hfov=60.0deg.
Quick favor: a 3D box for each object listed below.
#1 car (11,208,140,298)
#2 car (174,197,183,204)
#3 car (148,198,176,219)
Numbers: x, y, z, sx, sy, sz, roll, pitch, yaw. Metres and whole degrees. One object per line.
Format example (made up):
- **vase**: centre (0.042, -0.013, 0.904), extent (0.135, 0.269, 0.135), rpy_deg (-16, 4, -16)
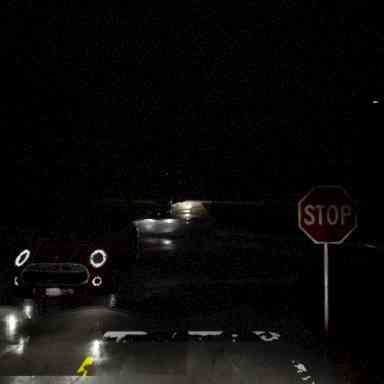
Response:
- **car**: centre (-2.732, 1.314, 8.793), extent (2.097, 1.767, 4.553), rpy_deg (0, 2, 0)
- **car**: centre (-2.684, 1.563, 62.908), extent (2.033, 1.411, 5.357), rpy_deg (0, 0, 0)
- **car**: centre (-2.719, 1.573, 29.413), extent (1.837, 1.490, 4.892), rpy_deg (0, 0, 0)
